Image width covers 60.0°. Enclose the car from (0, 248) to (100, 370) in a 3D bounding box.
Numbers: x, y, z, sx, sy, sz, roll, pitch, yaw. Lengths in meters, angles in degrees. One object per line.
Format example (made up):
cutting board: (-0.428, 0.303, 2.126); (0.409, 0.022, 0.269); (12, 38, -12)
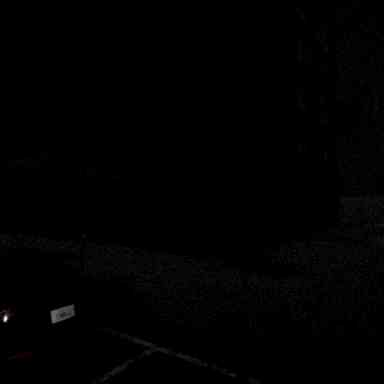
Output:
car: (-3.338, 1.605, 5.464); (4.313, 1.339, 1.947); (0, 0, 36)
